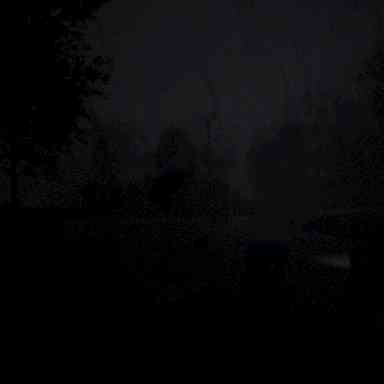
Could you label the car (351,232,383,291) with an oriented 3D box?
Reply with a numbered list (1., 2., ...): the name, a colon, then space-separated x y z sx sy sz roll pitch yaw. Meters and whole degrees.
1. car: 4.958 1.536 7.311 1.812 1.442 4.674 0 0 14
